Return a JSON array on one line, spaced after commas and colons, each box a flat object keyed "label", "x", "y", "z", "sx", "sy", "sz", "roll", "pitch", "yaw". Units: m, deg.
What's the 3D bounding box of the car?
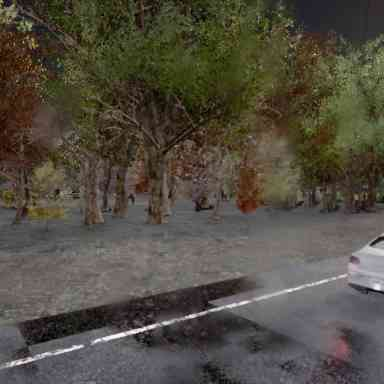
[{"label": "car", "x": 5.347, "y": 1.527, "z": 7.547, "sx": 4.674, "sy": 1.442, "sz": 1.812, "roll": 0, "pitch": 0, "yaw": -35}]
